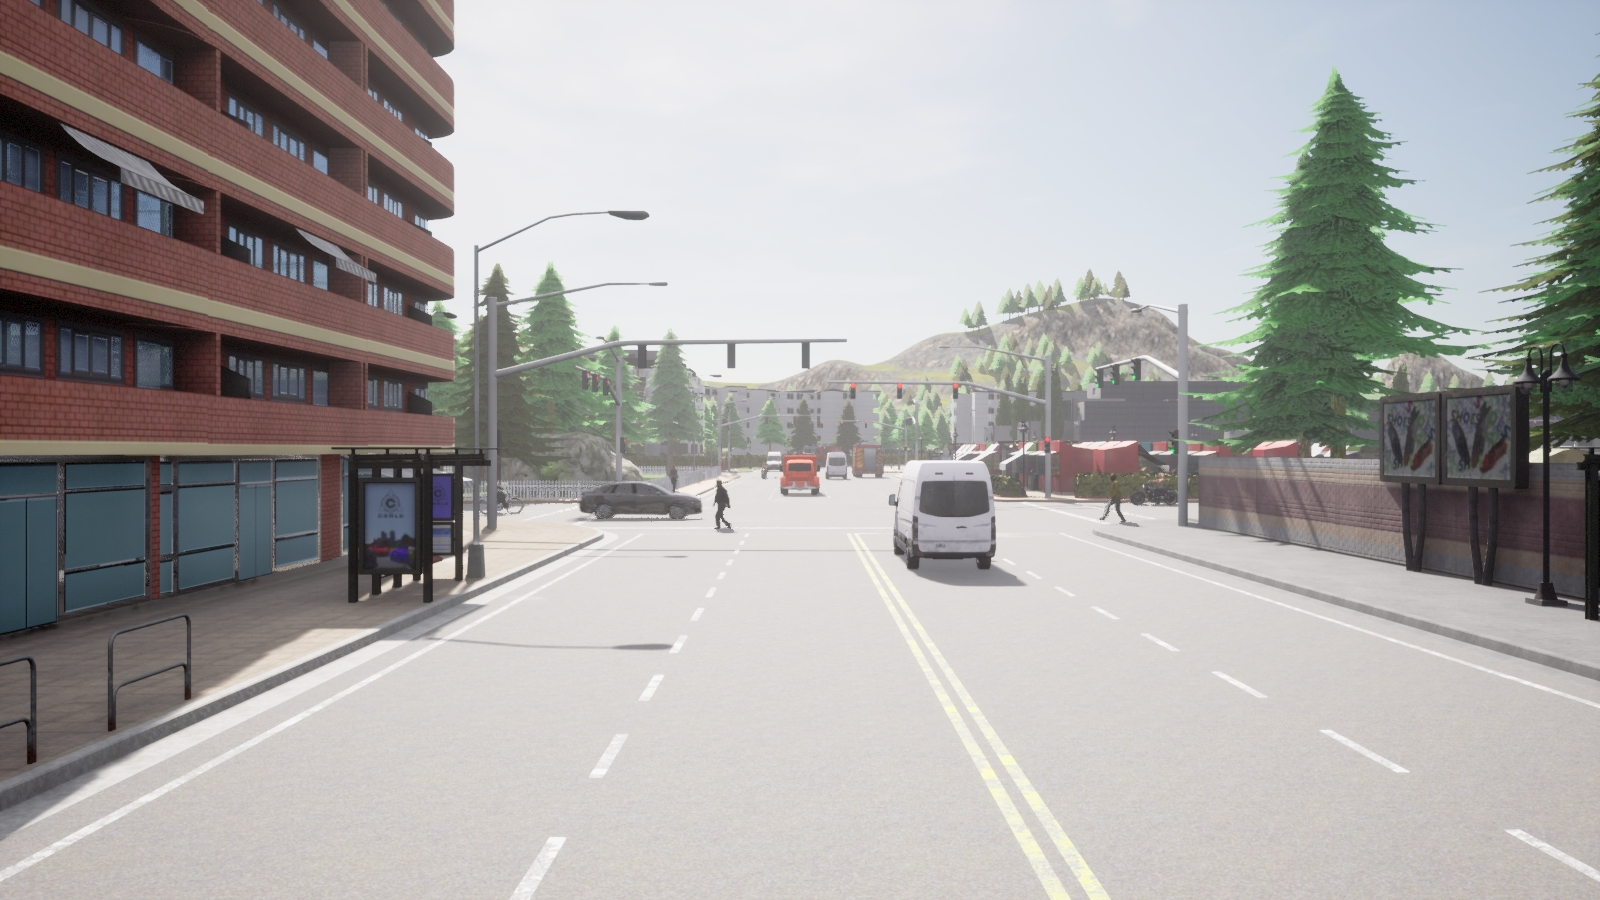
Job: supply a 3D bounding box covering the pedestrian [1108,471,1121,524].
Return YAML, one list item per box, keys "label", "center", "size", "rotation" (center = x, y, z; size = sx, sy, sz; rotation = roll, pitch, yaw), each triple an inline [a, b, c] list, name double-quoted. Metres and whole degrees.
- label: "pedestrian"
  center: [11.271, 1.698, 40.926]
  size: [0.375, 1.860, 0.375]
  rotation: [0, 0, -2]

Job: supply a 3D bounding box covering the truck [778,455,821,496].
- label: "truck"
  center: [-0.006, 1.572, 72.542]
  size: [2.627, 2.467, 5.204]
  rotation: [0, 0, 0]

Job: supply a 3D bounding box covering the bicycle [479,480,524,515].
- label: "bicycle"
  center: [-12.749, 2.007, 48.774]
  size: [1.835, 1.471, 0.329]
  rotation: [0, 0, -8]

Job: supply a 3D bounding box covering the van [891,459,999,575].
- label: "van"
  center: [3.505, 1.536, 28.720]
  size: [1.988, 2.561, 5.915]
  rotation: [0, 0, 0]

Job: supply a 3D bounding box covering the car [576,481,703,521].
- label: "car"
  center: [-6.351, 2.022, 45.783]
  size: [4.892, 1.480, 2.231]
  rotation: [0, 0, -4]

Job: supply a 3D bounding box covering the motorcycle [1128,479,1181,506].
- label: "motorcycle"
  center: [17.582, 2.102, 56.689]
  size: [2.356, 1.307, 0.764]
  rotation: [0, 0, 0]

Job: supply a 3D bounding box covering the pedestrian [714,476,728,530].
- label: "pedestrian"
  center: [-2.755, 1.850, 39.865]
  size: [0.375, 1.860, 0.375]
  rotation: [0, 0, -34]

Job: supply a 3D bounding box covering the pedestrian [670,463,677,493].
- label: "pedestrian"
  center: [-7.725, 1.701, 69.908]
  size: [0.375, 1.860, 0.375]
  rotation: [0, 0, 0]
